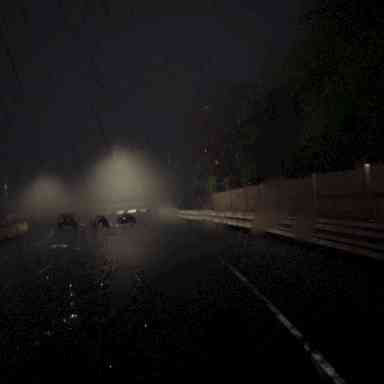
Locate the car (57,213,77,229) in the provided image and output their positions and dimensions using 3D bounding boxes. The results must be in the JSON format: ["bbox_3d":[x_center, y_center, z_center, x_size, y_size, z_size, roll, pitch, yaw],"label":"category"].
[{"bbox_3d":[-16.956,3.883,45.072,2.150,2.045,5.566,-3,-2,-26],"label":"car"}]

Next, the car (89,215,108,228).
[{"bbox_3d":[-11.706,3.648,41.630,1.837,1.490,4.892,-3,-2,-22],"label":"car"}]

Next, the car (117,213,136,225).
[{"bbox_3d":[-8.577,3.460,43.231,1.812,1.442,4.674,-4,-2,-23],"label":"car"}]
